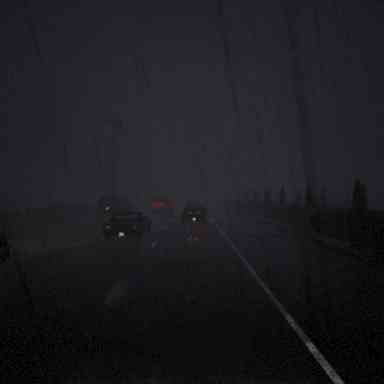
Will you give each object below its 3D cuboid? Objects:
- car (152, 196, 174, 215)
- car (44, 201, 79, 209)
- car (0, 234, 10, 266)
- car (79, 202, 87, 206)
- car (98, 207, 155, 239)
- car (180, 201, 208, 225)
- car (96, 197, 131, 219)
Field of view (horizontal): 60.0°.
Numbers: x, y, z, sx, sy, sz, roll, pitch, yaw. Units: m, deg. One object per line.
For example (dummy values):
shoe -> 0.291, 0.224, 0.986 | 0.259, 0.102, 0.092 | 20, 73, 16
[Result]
car -> -3.309, 1.549, 38.623 | 2.150, 2.045, 5.566 | 0, -1, 0
car -> -13.996, 1.770, 35.192 | 1.837, 1.490, 4.892 | 0, -1, 0
car -> -6.874, 1.559, 8.935 | 2.128, 1.511, 4.902 | 0, 0, 0
car -> -17.406, 2.288, 51.090 | 2.097, 1.767, 4.553 | 0, -4, 1
car -> -3.360, 1.739, 18.113 | 1.895, 1.301, 4.718 | 0, 0, 0
car -> 0.159, 1.706, 26.314 | 1.837, 1.490, 4.892 | 0, 0, 0
car -> -6.832, 1.446, 29.626 | 2.150, 2.045, 5.566 | 0, 0, 0
